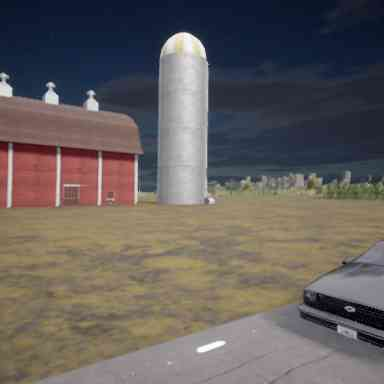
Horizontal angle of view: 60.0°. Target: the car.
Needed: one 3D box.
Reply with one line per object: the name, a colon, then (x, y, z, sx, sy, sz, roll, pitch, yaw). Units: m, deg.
car: (4.307, 1.544, 6.136, 5.357, 1.411, 2.033, 0, 0, -35)
